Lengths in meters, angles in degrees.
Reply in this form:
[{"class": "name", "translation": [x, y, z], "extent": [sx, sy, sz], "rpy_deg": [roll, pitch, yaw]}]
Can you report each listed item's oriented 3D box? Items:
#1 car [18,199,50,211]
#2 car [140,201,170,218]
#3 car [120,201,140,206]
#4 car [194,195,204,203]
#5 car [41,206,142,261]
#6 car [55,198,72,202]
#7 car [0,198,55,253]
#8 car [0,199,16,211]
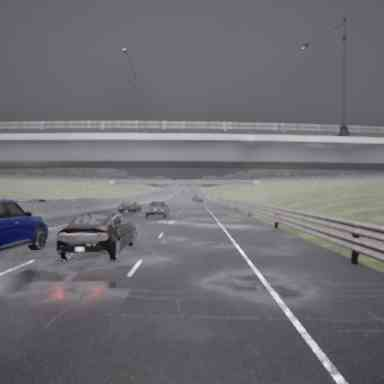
[{"class": "car", "translation": [-20.659, 1.611, 43.817], "extent": [1.837, 1.490, 4.892], "rpy_deg": [0, -1, 1]}, {"class": "car", "translation": [-3.117, 1.567, 30.654], "extent": [2.033, 1.411, 5.357], "rpy_deg": [0, 0, 1]}, {"class": "car", "translation": [-6.566, 1.649, 35.712], "extent": [1.895, 1.301, 4.718], "rpy_deg": [0, 0, 1]}, {"class": "car", "translation": [2.070, 2.192, 87.081], "extent": [1.837, 1.490, 4.892], "rpy_deg": [0, -1, 1]}, {"class": "car", "translation": [-3.295, 1.477, 12.253], "extent": [2.128, 1.511, 4.902], "rpy_deg": [0, 0, 1]}, {"class": "car", "translation": [-17.160, 1.604, 44.090], "extent": [2.128, 1.511, 4.902], "rpy_deg": [0, -1, 1]}, {"class": "car", "translation": [-6.811, 1.205, 10.849], "extent": [2.150, 2.045, 5.566], "rpy_deg": [0, 0, 1]}, {"class": "car", "translation": [-24.187, 1.643, 41.644], "extent": [1.994, 1.385, 4.181], "rpy_deg": [0, -1, 1]}]
